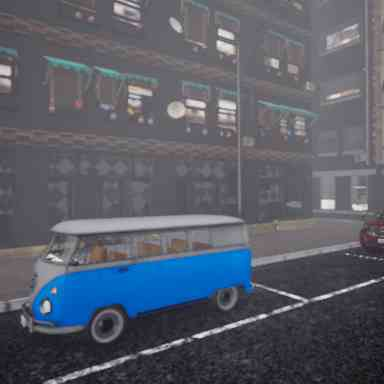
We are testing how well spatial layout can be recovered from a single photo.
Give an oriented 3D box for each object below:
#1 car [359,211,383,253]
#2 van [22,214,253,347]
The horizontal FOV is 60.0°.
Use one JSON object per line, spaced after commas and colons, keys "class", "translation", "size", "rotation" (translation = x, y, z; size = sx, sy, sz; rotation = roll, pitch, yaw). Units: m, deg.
{"class": "car", "translation": [8.387, 1.306, 12.546], "size": [5.009, 1.841, 2.192], "rotation": [0, -1, -35]}
{"class": "van", "translation": [-0.721, 1.339, 6.021], "size": [3.998, 1.788, 1.690], "rotation": [0, -1, -35]}
